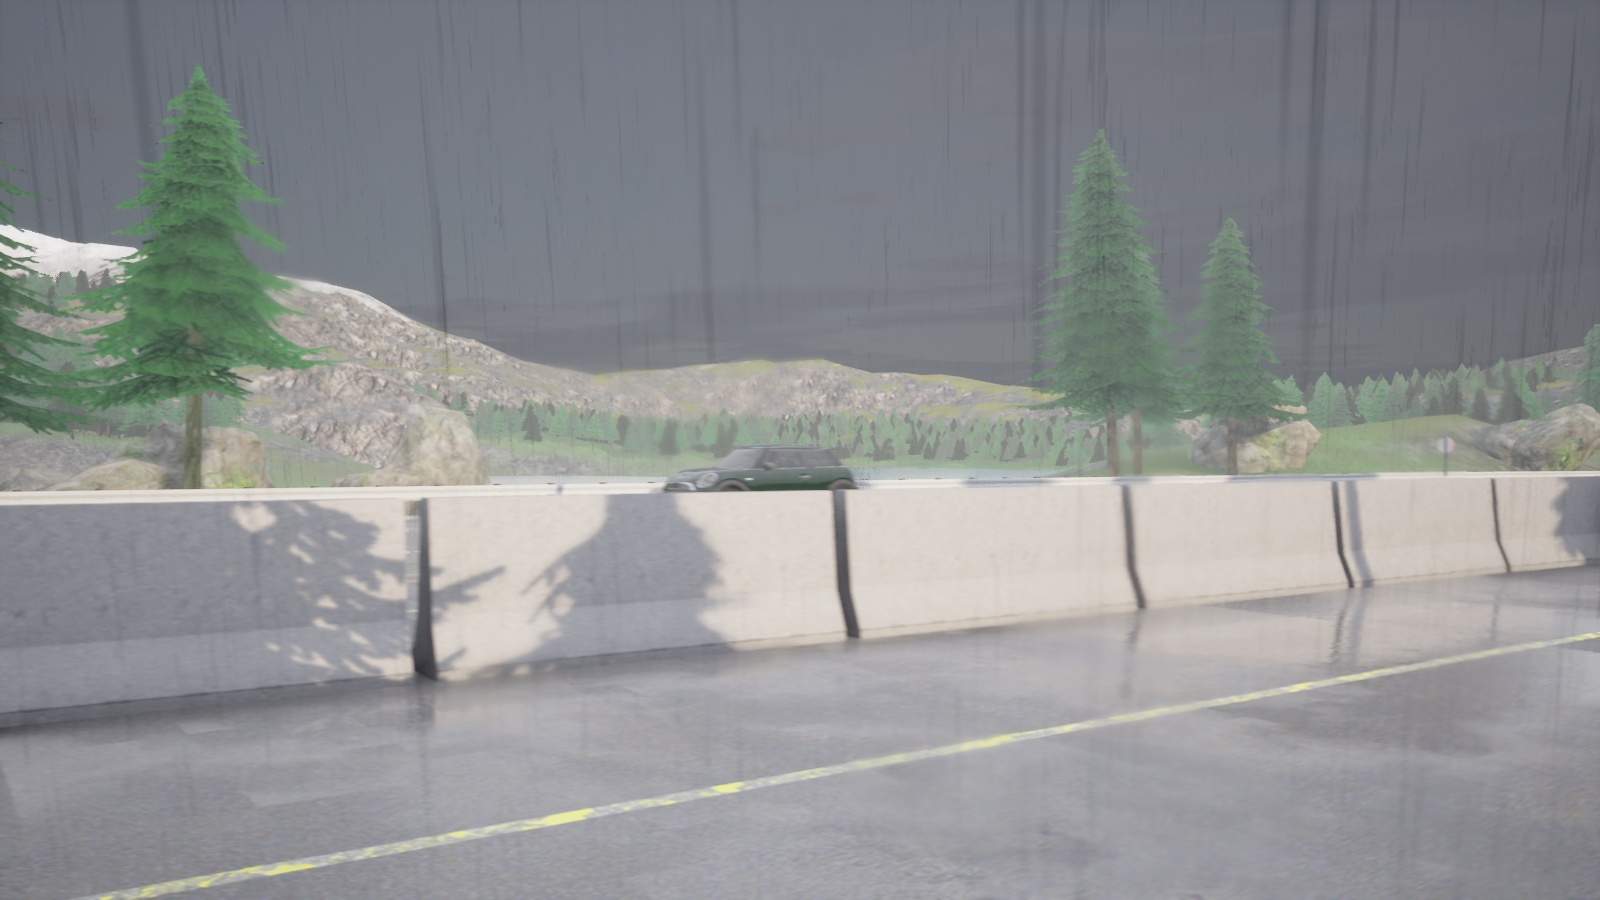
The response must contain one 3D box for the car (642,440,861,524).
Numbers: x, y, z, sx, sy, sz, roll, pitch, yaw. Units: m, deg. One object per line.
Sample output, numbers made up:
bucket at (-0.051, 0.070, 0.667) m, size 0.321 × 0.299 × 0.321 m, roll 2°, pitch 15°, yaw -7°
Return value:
car at (-1.060, 0.676, 28.533) m, size 4.553 × 1.767 × 2.097 m, roll 0°, pitch 0°, yaw -35°
